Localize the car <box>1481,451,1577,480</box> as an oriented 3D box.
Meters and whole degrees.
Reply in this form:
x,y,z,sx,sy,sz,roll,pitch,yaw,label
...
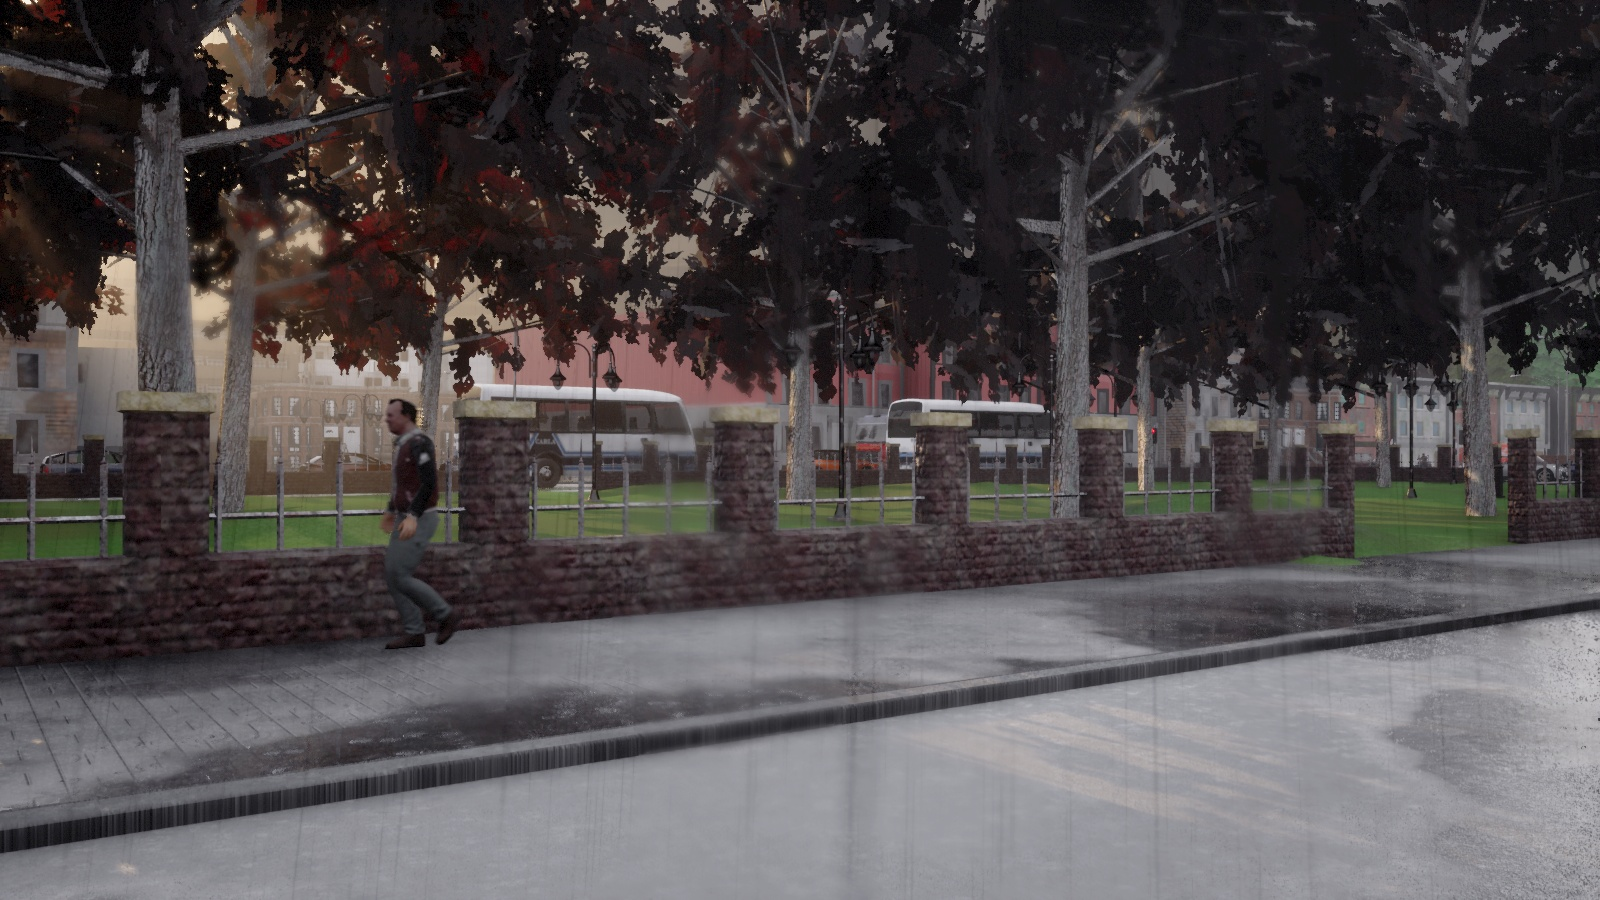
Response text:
x,y,z,sx,sy,sz,roll,pitch,yaw,label
37.564,0.789,64.729,1.970,1.475,3.806,0,0,-37,car

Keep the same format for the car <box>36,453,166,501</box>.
x,y,z,sx,sy,sz,roll,pitch,yaw,label
-23.848,0.879,42.861,3.705,1.549,1.789,0,0,-35,car

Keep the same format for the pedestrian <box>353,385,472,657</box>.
x,y,z,sx,sy,sz,roll,pitch,yaw,label
-2.743,0.482,8.896,0.720,1.854,0.376,0,0,-35,pedestrian

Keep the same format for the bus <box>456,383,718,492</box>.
x,y,z,sx,sy,sz,roll,pitch,yaw,label
-8.897,-0.482,53.337,10.273,4.253,3.944,0,0,-35,bus

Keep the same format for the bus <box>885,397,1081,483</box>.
x,y,z,sx,sy,sz,roll,pitch,yaw,label
9.780,-0.490,66.470,10.273,4.253,3.944,0,0,-34,bus

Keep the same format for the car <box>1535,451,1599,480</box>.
x,y,z,sx,sy,sz,roll,pitch,yaw,label
41.646,0.818,65.962,2.163,1.488,4.792,0,0,-35,car

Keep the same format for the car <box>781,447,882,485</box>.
x,y,z,sx,sy,sz,roll,pitch,yaw,label
1.542,0.748,60.656,4.553,1.767,2.097,0,0,-35,car

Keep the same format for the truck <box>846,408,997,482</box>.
x,y,z,sx,sy,sz,roll,pitch,yaw,label
6.773,-0.265,69.209,8.468,3.827,2.891,0,0,-35,truck

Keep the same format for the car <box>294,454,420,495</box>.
x,y,z,sx,sy,sz,roll,pitch,yaw,label
-16.821,0.911,47.789,4.193,1.474,1.816,0,0,-35,car
